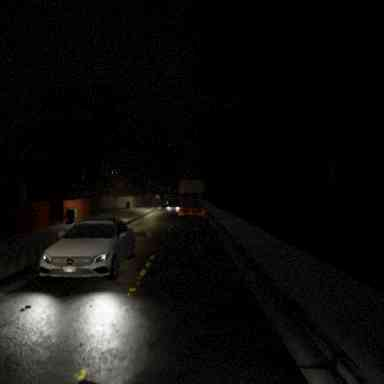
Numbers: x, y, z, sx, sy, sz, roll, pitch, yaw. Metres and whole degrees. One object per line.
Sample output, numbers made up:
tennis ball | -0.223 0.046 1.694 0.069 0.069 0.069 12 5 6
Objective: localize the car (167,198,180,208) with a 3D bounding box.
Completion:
car | -2.882 1.715 52.996 2.033 1.411 5.357 0 0 0

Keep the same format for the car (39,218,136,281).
car | -2.864 1.554 10.096 1.812 1.442 4.674 0 0 0

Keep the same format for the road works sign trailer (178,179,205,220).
road works sign trailer | -0.038 0.550 29.353 2.380 3.560 2.880 0 0 0
